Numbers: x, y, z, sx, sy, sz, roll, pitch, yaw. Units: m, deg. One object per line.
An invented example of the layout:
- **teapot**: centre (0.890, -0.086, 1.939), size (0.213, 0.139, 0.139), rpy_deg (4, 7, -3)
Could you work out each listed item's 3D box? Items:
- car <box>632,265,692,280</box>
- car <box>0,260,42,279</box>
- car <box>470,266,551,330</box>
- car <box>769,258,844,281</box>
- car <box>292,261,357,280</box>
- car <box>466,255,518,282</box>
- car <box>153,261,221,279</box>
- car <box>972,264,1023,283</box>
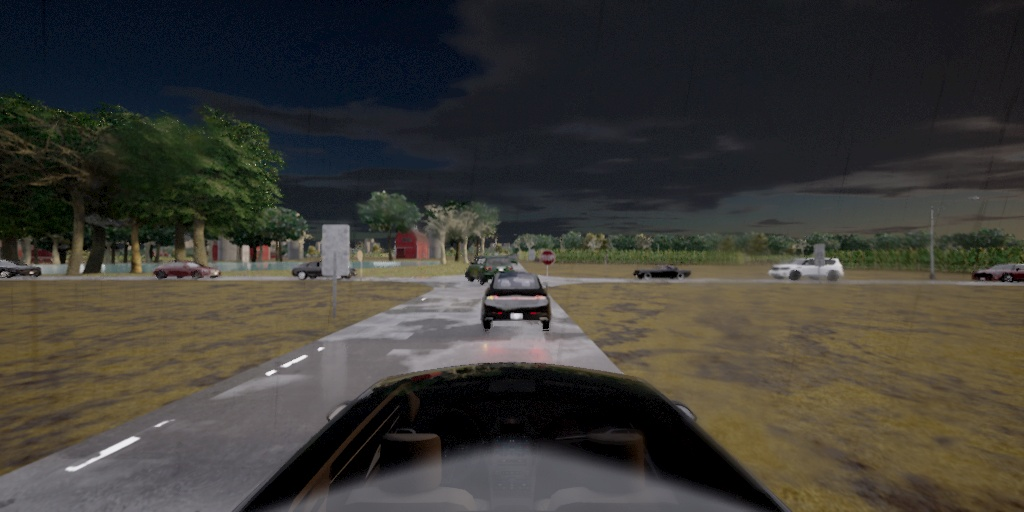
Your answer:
- **car**: centre (13.344, 1.465, 32.118), size (4.718, 1.301, 1.895), rpy_deg (0, -1, -1)
- **car**: centre (-41.689, 1.081, 29.287), size (5.008, 1.535, 1.882), rpy_deg (0, -1, 0)
- **car**: centre (0.113, 1.245, 11.133), size (2.128, 1.511, 4.902), rpy_deg (0, 0, 0)
- **car**: centre (26.343, 1.187, 32.140), size (5.566, 2.045, 2.150), rpy_deg (1, -1, 0)
- **car**: centre (-15.247, 1.163, 29.290), size (4.892, 1.490, 1.837), rpy_deg (0, -1, -2)
- **car**: centre (-1.684, 0.953, 25.856), size (2.150, 2.045, 5.566), rpy_deg (0, 1, -21)
- **car**: centre (-26.467, 1.145, 29.246), size (4.674, 1.442, 1.812), rpy_deg (0, -1, 0)
- **car**: centre (44.360, 1.483, 32.067), size (4.553, 1.767, 2.097), rpy_deg (0, -1, 1)
